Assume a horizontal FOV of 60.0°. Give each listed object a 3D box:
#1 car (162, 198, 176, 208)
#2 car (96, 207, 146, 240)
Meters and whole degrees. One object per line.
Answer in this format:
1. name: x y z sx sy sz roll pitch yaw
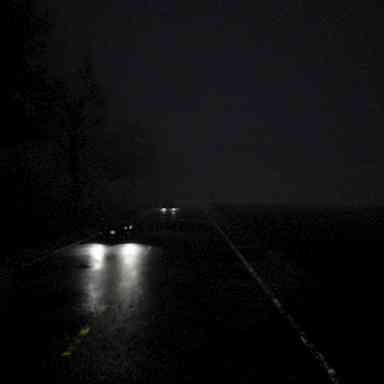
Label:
1. car: -3.556 1.762 52.017 1.837 1.490 4.892 0 0 0
2. car: -3.601 1.598 17.520 1.837 1.490 4.892 0 0 0
